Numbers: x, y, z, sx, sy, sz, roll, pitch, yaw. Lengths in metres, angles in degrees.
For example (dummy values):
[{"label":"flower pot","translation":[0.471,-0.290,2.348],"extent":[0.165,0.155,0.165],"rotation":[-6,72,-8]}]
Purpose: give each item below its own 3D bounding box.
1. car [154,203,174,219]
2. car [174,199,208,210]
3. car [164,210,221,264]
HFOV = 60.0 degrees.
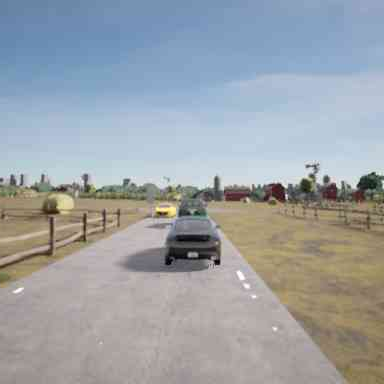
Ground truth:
[{"label":"car","translation":[-2.799,1.922,34.984],"extent":[1.882,1.535,5.008],"rotation":[0,-1,0]},{"label":"car","translation":[0.042,1.550,26.253],"extent":[2.150,2.045,5.566],"rotation":[0,0,1]},{"label":"car","translation":[0.047,1.656,12.386],"extent":[1.837,1.490,4.892],"rotation":[0,0,0]}]
